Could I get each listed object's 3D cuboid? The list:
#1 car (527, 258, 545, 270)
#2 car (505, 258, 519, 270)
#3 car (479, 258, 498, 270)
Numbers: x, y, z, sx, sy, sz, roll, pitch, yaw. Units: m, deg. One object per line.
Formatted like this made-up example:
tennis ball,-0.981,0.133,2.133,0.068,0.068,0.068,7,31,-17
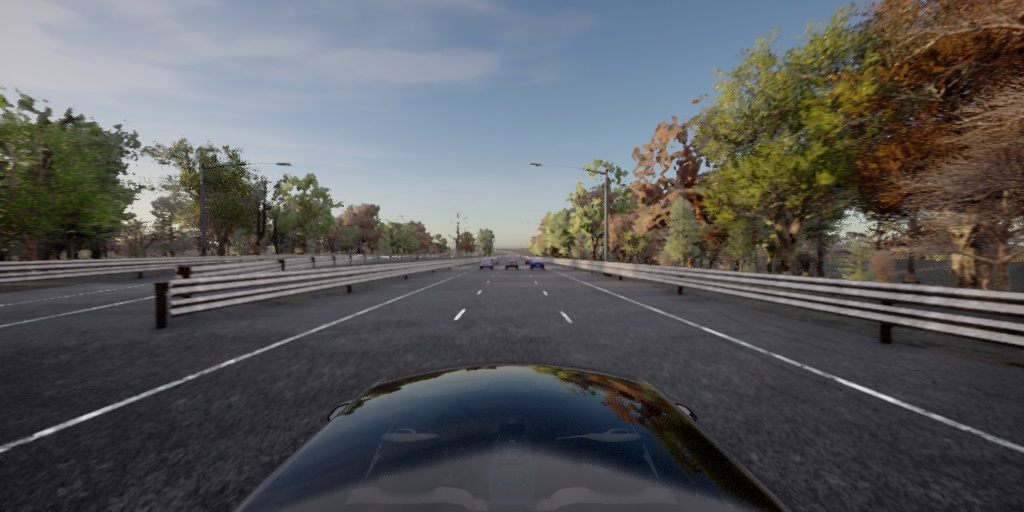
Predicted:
car,3.491,1.115,50.408,1.882,1.535,5.008,0,0,0
car,-0.007,1.142,50.445,1.837,1.490,4.892,0,0,0
car,-3.510,1.183,50.228,2.033,1.411,5.357,0,0,0
